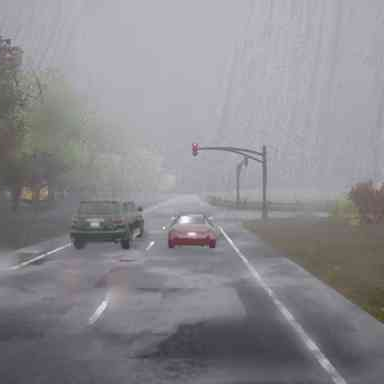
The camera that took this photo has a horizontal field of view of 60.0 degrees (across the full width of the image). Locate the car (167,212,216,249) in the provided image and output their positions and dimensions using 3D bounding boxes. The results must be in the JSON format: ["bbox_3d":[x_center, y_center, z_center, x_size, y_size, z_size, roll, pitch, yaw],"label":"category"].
[{"bbox_3d":[-0.001,1.576,14.651,1.994,1.385,4.181,0,0,0],"label":"car"}]

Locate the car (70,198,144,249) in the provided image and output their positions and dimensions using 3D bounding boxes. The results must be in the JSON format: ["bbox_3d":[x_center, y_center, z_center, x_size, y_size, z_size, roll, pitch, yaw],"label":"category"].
[{"bbox_3d":[-3.500,1.262,14.683,2.150,2.045,5.566,0,0,0],"label":"car"}]
